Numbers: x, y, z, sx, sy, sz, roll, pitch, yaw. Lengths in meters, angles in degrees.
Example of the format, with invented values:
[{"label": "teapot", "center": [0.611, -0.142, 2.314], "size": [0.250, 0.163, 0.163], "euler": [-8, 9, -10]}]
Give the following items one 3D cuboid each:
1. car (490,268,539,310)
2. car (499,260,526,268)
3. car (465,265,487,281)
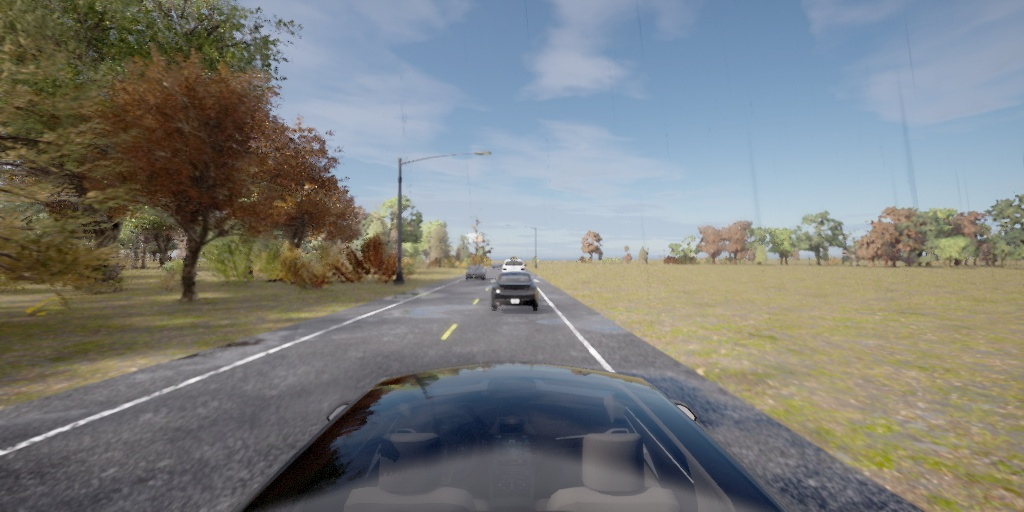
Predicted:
[{"label": "car", "center": [0.118, 1.430, 15.568], "size": [1.837, 1.490, 4.892], "euler": [0, -1, 0]}, {"label": "car", "center": [0.165, 1.382, 34.262], "size": [2.150, 2.045, 5.566], "euler": [0, -1, 0]}, {"label": "car", "center": [-3.527, 1.686, 35.936], "size": [1.837, 1.490, 4.892], "euler": [0, -1, 0]}]
